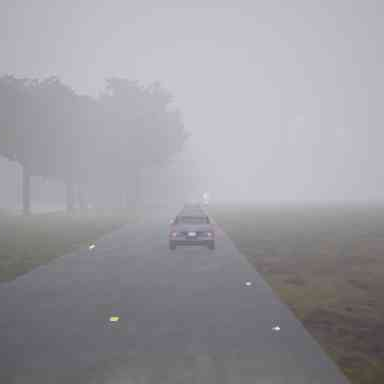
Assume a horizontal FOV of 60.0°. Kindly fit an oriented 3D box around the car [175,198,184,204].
[{"bbox_3d":[-2.750,2.034,75.935,1.812,1.442,4.674,0,-1,0],"label":"car"}]

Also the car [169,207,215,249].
[{"bbox_3d":[0.000,1.597,14.653,2.033,1.411,5.357,0,0,0],"label":"car"}]

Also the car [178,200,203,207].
[{"bbox_3d":[0.000,1.696,29.654,1.994,1.385,4.181,0,0,0],"label":"car"}]
